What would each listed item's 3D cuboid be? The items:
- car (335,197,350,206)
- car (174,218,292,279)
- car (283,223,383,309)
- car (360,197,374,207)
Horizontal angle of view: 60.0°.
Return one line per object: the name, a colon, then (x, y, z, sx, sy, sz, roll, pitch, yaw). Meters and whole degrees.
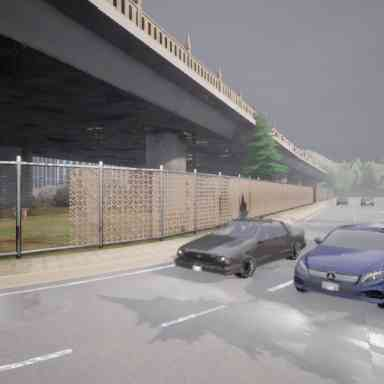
car: (24.294, 1.509, 53.650, 1.837, 1.490, 4.892, 0, 0, 26)
car: (1.859, 1.547, 10.442, 2.033, 1.411, 5.357, 0, 0, 41)
car: (4.160, 1.526, 8.077, 1.812, 1.442, 4.674, 0, 0, 41)
car: (27.077, 1.493, 51.397, 2.128, 1.511, 4.902, 0, 0, 27)
